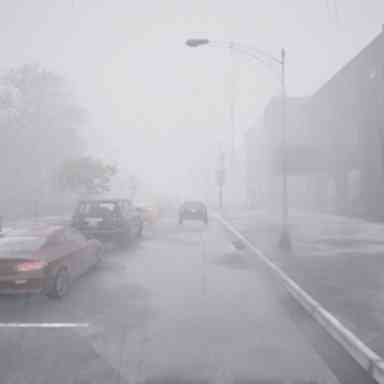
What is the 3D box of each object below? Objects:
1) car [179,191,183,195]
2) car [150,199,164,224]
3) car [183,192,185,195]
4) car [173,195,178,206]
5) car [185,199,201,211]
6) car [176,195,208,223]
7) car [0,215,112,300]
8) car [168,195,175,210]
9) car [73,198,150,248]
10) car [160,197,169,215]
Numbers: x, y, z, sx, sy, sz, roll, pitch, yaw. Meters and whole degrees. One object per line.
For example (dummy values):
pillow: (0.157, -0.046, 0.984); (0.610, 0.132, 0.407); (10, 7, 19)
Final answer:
car: (-3.651, 1.347, 67.221); (2.435, 2.045, 5.566); (0, 0, 2)
car: (-3.652, 1.523, 24.988); (2.097, 1.535, 5.008); (0, 0, 2)
car: (-3.646, 1.602, 91.726); (1.946, 1.575, 5.366); (0, 1, 2)
car: (-3.652, 1.599, 47.170); (2.097, 1.535, 5.008); (0, 0, 2)
car: (0.099, 1.638, 42.880); (1.994, 1.385, 4.181); (0, 0, 0)
car: (0.099, 1.390, 26.099); (2.097, 1.767, 4.553); (0, 0, 0)
car: (-3.653, 1.555, 8.359); (2.002, 1.452, 4.674); (0, 0, 0)
car: (-3.645, 1.568, 40.789); (1.946, 1.575, 5.366); (0, 0, 2)
car: (-3.653, 1.285, 15.104); (2.435, 2.045, 5.566); (0, 0, 1)
car: (-3.652, 1.546, 30.536); (2.097, 1.535, 5.008); (0, 0, 2)
